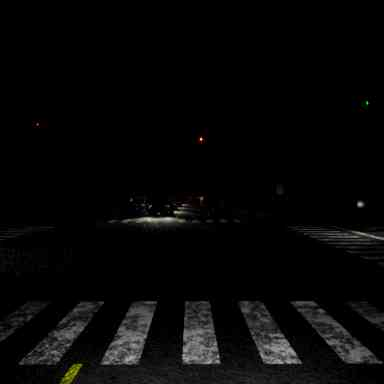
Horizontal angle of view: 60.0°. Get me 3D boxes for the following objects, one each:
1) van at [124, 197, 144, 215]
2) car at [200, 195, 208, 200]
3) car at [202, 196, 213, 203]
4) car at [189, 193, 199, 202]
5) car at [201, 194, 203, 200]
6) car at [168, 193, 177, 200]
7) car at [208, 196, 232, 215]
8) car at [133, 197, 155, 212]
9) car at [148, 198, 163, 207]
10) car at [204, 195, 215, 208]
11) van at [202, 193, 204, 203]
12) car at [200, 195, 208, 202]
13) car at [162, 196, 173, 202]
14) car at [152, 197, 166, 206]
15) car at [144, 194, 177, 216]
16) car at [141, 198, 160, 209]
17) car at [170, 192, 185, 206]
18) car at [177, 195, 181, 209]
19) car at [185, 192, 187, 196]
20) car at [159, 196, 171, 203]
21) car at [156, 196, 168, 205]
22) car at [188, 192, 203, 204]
[{"bbox_3d":[-5.635,1.343,33.411,1.690,1.788,3.998,0,0,0],"label":"van"},{"bbox_3d":[3.280,1.558,90.047,1.947,1.339,4.313,0,0,0],"label":"car"},{"bbox_3d":[3.124,1.551,67.370,2.008,1.369,4.403,0,0,0],"label":"car"},{"bbox_3d":[0.501,1.186,73.739,2.097,1.767,4.553,0,0,0],"label":"car"},{"bbox_3d":[3.087,1.527,61.870,1.752,1.417,4.829,0,0,0],"label":"car"},{"bbox_3d":[-5.246,1.307,90.093,2.192,1.841,5.009,0,0,0],"label":"car"},{"bbox_3d":[2.891,1.442,33.355,1.967,1.590,4.097,0,0,0],"label":"car"},{"bbox_3d":[-5.596,1.443,39.079,1.967,1.590,4.097,0,0,0],"label":"car"},{"bbox_3d":[-5.518,1.585,50.416,1.802,1.307,4.206,0,0,0],"label":"car"},{"bbox_3d":[2.969,1.443,44.693,1.967,1.590,4.097,0,0,0],"label":"car"},{"bbox_3d":[3.046,1.344,56.031,1.690,1.788,3.998,0,0,0],"label":"van"},{"bbox_3d":[2.890,1.453,79.541,1.801,1.575,5.366,0,0,0],"label":"car"},{"bbox_3d":[-5.362,1.543,73.088,1.887,1.381,4.507,0,0,0],"label":"car"},{"bbox_3d":[-5.479,1.569,56.084,1.947,1.339,4.313,0,0,0],"label":"car"},{"bbox_3d":[-2.925,1.354,32.108,2.097,1.767,4.553,0,0,2],"label":"car"},{"bbox_3d":[-5.556,1.569,44.747,1.947,1.339,4.313,0,0,0],"label":"car"},{"bbox_3d":[-2.741,1.225,52.172,2.150,2.045,5.566,0,0,1],"label":"car"},{"bbox_3d":[-2.815,1.481,42.045,1.882,1.535,5.008,0,0,1],"label":"car"},{"bbox_3d":[-2.629,1.354,62.398,2.097,1.767,4.553,0,0,1],"label":"car"},{"bbox_3d":[-5.401,1.566,67.420,1.947,1.339,4.313,0,0,0],"label":"car"},{"bbox_3d":[-5.441,1.527,61.582,1.752,1.417,4.829,0,0,0],"label":"car"},{"bbox_3d":[0.430,1.223,63.379,2.150,2.045,5.566,0,0,0],"label":"car"}]
